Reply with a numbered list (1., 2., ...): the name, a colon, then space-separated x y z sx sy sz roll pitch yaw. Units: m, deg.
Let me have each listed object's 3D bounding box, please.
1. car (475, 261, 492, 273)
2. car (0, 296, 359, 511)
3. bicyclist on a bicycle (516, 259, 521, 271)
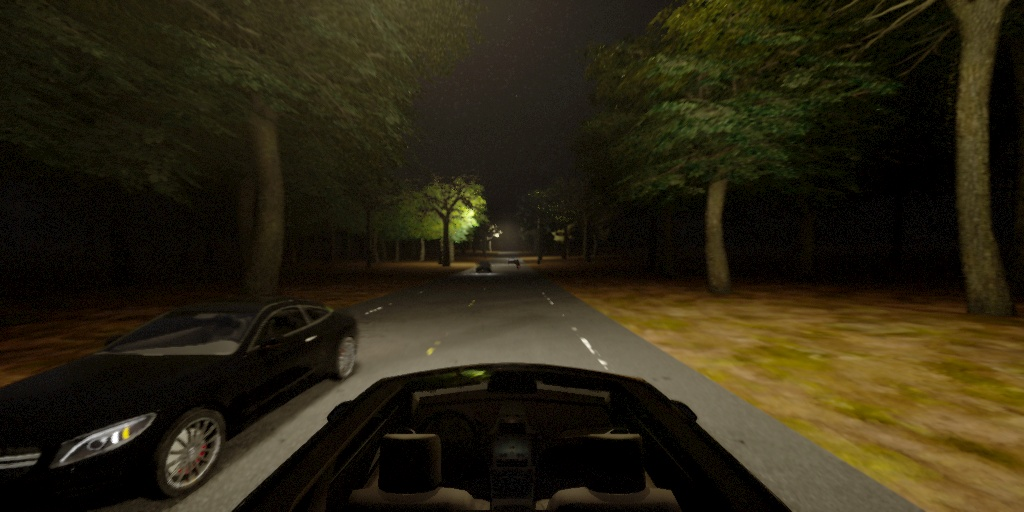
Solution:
1. car: -3.569 1.423 46.120 1.812 1.442 4.674 0 0 0
2. car: -3.598 1.296 4.606 1.812 1.442 4.674 0 0 0
3. bicyclist on a bicycle: 0.966 1.329 52.680 0.866 1.612 1.509 0 -1 0
